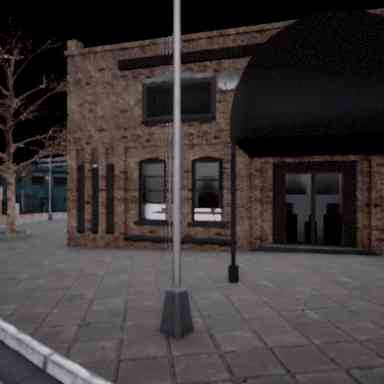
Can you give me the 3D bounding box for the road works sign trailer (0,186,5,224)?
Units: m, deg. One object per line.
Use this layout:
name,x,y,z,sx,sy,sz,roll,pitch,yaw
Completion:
road works sign trailer,-18.524,1.224,30.985,2.380,3.560,2.880,0,-1,3

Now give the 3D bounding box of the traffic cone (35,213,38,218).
traffic cone,-19.597,2.956,41.931,0.340,0.580,0.340,0,-1,3

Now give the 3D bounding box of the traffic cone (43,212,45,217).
traffic cone,-19.501,2.998,43.928,0.340,0.580,0.340,0,-1,3
